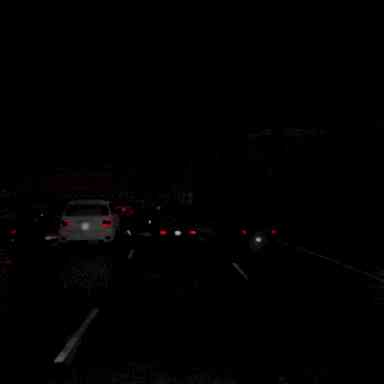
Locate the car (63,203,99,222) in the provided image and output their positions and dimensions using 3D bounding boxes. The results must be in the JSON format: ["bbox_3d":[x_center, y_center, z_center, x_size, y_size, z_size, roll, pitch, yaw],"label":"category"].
[{"bbox_3d":[-10.346,1.839,30.791,2.033,1.411,5.357,0,-1,-31],"label":"car"}]

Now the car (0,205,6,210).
[{"bbox_3d":[-16.521,1.755,27.448,2.128,1.511,4.902,0,-1,-32],"label":"car"}]

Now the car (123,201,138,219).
[{"bbox_3d":[-7.393,1.658,32.671,2.097,1.767,4.553,0,-1,-31],"label":"car"}]

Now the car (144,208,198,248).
[{"bbox_3d":[-0.986,1.694,15.631,2.033,1.411,5.357,0,-1,-10],"label":"car"}]

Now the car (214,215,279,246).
[{"bbox_3d":[2.440,1.753,16.346,1.895,1.301,4.718,0,-1,-10],"label":"car"}]

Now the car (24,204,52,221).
[{"bbox_3d":[-13.623,1.758,29.401,1.882,1.535,5.008,0,0,-32],"label":"car"}]

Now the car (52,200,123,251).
[{"bbox_3d":[-4.442,1.359,15.062,2.150,2.045,5.566,0,0,-10],"label":"car"}]

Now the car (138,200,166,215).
[{"bbox_3d":[-4.391,1.674,34.470,2.097,1.767,4.553,0,-1,-31],"label":"car"}]

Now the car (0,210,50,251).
[{"bbox_3d":[-7.950,1.705,14.723,1.994,1.385,4.181,0,0,-11],"label":"car"}]
